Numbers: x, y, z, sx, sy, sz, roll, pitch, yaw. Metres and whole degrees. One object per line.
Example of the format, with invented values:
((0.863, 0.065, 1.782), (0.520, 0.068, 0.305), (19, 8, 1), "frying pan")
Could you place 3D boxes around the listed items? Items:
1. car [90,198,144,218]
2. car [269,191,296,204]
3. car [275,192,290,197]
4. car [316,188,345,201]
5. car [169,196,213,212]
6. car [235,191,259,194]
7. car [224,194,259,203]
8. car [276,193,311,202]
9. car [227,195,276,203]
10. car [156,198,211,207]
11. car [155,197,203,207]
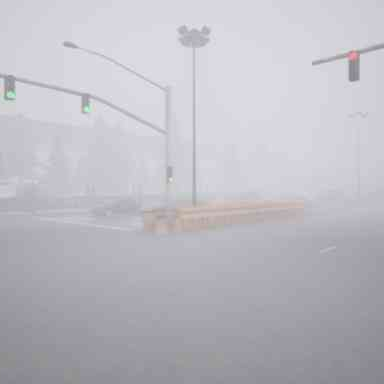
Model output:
((-6.358, 1.317, 28.602), (1.837, 1.490, 4.892), (0, 1, 43), "car")
((13.742, 0.795, 50.242), (1.837, 1.490, 4.892), (0, 4, 43), "car")
((12.146, 1.075, 43.393), (2.128, 1.511, 4.902), (0, 2, 43), "car")
((19.166, 0.513, 45.797), (2.150, 2.045, 5.566), (0, 4, 44), "car")
((-0.009, 1.264, 35.427), (1.837, 1.490, 4.892), (0, 1, 43), "car")
((6.651, 0.901, 42.599), (2.150, 2.045, 5.566), (0, 1, 43), "car")
((5.300, 1.241, 36.000), (2.128, 1.511, 4.902), (0, 1, 43), "car")
((11.966, 1.208, 38.051), (1.837, 1.490, 4.892), (0, 1, 43), "car")
((5.699, 1.306, 31.287), (1.812, 1.442, 4.674), (0, 1, 43), "car")
((-0.262, 1.394, 24.879), (1.994, 1.385, 4.181), (0, 1, 43), "car")
((-1.117, 1.350, 29.095), (2.033, 1.411, 5.357), (0, 1, 43), "car")
